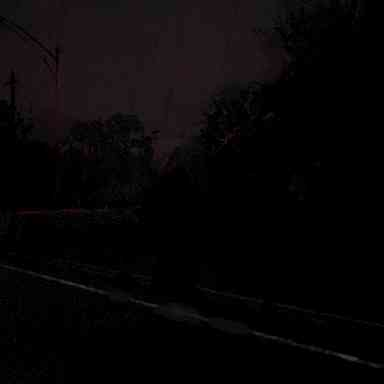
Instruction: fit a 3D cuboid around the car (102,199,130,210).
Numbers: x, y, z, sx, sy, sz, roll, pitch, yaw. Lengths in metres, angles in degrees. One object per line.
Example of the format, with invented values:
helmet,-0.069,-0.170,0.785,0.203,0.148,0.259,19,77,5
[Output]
car,-9.297,1.581,42.731,1.895,1.301,4.718,0,0,32
